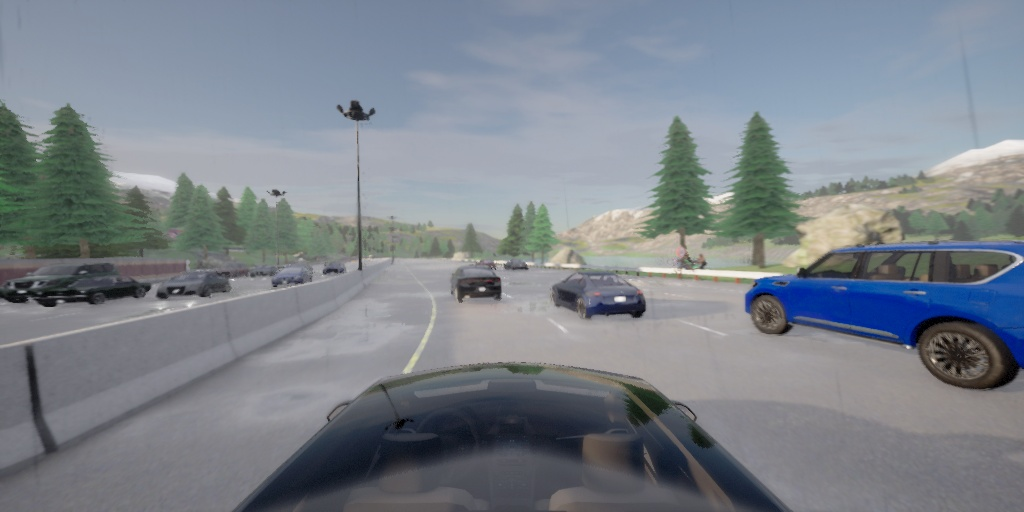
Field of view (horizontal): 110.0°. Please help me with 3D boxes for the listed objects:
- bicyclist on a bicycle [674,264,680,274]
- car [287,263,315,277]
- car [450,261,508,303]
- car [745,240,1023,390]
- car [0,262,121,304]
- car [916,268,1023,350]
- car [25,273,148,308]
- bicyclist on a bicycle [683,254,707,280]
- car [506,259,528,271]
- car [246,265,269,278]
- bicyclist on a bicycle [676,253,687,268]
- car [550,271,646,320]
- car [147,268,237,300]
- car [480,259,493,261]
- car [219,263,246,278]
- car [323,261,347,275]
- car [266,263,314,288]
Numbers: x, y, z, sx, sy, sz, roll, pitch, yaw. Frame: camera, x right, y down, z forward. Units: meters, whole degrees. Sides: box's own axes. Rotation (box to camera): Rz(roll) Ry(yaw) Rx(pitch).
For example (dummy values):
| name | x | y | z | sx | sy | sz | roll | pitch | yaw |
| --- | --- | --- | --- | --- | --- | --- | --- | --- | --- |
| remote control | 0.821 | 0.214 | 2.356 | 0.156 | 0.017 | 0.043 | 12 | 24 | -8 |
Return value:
| name | x | y | z | sx | sy | sz | roll | pitch | yaw |
| --- | --- | --- | --- | --- | --- | --- | --- | --- | --- |
| bicyclist on a bicycle | 11.835 | 0.573 | 24.676 | 1.656 | 1.620 | 0.582 | 16 | -18 | -15 |
| car | -24.674 | 1.577 | 42.080 | 1.837 | 1.490 | 4.892 | -1 | 0 | -18 |
| car | -1.805 | 1.181 | 16.751 | 1.882 | 1.535 | 5.008 | -1 | 0 | -14 |
| car | 7.075 | 0.786 | 6.611 | 2.150 | 2.045 | 5.566 | 0 | 0 | -6 |
| car | -25.147 | 1.421 | 20.407 | 2.150 | 2.045 | 5.566 | -1 | 0 | -18 |
| car | 10.482 | 1.018 | 6.065 | 1.812 | 1.442 | 4.674 | -1 | 0 | -5 |
| car | -20.692 | 1.716 | 18.000 | 1.895 | 1.301 | 4.718 | -1 | 0 | -18 |
| bicyclist on a bicycle | 12.328 | 0.665 | 23.517 | 1.656 | 1.620 | 0.582 | 22 | -9 | -24 |
| car | 0.428 | 1.059 | 44.168 | 1.994 | 1.385 | 4.181 | -1 | 0 | -17 |
| car | -27.907 | 1.709 | 40.706 | 1.994 | 1.385 | 4.181 | -1 | 0 | -18 |
| bicyclist on a bicycle | 11.665 | 0.331 | 23.883 | 1.656 | 1.620 | 0.582 | 24 | -49 | -40 |
| car | 2.701 | 1.193 | 12.173 | 1.994 | 1.385 | 4.181 | -1 | 0 | -11 |
| car | -17.709 | 1.600 | 20.157 | 1.994 | 1.385 | 4.181 | -1 | 0 | -18 |
| car | -3.153 | 1.101 | 43.890 | 1.812 | 1.442 | 4.674 | -1 | 0 | -17 |
| car | -31.478 | 1.589 | 40.379 | 2.097 | 1.767 | 4.553 | -1 | 0 | -18 |
| car | -21.486 | 1.389 | 43.599 | 2.097 | 1.767 | 4.553 | -1 | 0 | -18 |
| car | -16.027 | 1.489 | 26.382 | 1.812 | 1.442 | 4.674 | -1 | 0 | -18 |
